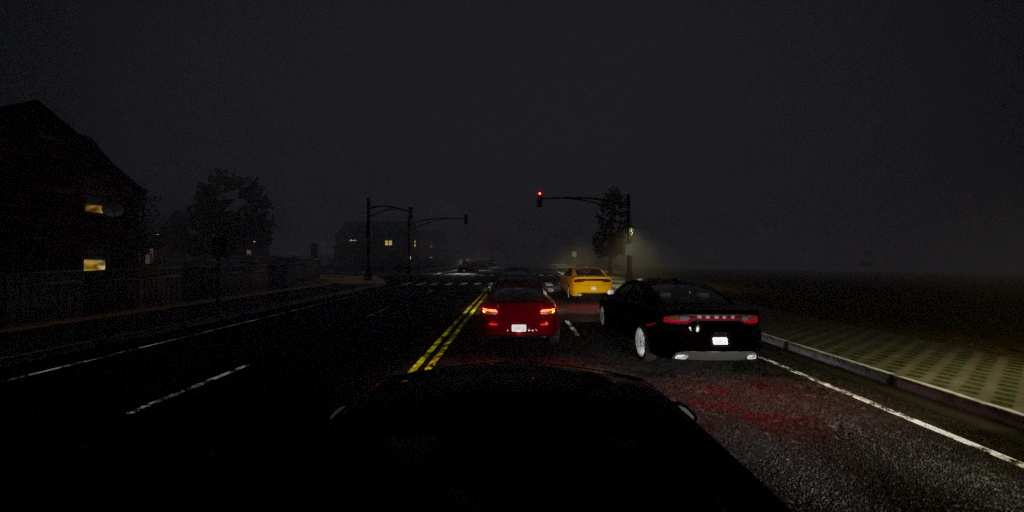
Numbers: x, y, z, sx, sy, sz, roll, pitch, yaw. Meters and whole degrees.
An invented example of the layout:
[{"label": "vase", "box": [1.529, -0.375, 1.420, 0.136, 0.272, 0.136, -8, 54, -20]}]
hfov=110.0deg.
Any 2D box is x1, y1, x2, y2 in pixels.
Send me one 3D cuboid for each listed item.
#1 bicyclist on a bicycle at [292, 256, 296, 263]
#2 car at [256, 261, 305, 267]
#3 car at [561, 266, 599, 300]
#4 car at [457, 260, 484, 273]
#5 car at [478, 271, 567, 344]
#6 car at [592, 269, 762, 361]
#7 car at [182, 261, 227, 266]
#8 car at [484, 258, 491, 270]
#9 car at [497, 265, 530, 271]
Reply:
[{"label": "bicyclist on a bicycle", "box": [-24.251, 0.780, 39.936, 0.582, 1.620, 1.656, 1, -1, 15]}, {"label": "car", "box": [-21.062, 0.910, 32.962, 5.008, 1.535, 1.882, 1, -1, 16]}, {"label": "car", "box": [3.532, 1.239, 17.769, 1.882, 1.535, 5.008, 0, 0, 1]}, {"label": "car", "box": [-5.448, 1.365, 45.529, 2.033, 1.411, 5.357, 0, 0, 6]}, {"label": "car", "box": [0.163, 1.280, 9.475, 1.812, 1.442, 4.674, 0, 0, 1]}, {"label": "car", "box": [3.402, 1.231, 8.301, 1.882, 1.535, 5.008, 0, 0, 0]}, {"label": "car", "box": [-30.849, 0.875, 35.676, 4.718, 1.301, 1.895, 1, -1, 16]}, {"label": "car", "box": [-4.890, 1.319, 55.861, 1.882, 1.535, 5.008, 0, 0, 4]}, {"label": "car", "box": [0.281, 1.289, 18.582, 1.812, 1.442, 4.674, 0, 0, 0]}]
